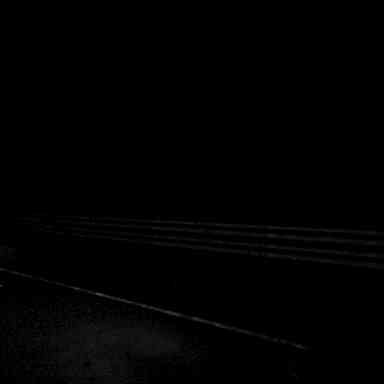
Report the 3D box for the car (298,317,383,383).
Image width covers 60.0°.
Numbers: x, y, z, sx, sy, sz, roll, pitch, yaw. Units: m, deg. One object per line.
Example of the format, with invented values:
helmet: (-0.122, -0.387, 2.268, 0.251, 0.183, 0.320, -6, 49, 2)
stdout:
car: (3.092, 1.474, 1.787, 4.902, 1.511, 2.128, -1, 0, 36)
